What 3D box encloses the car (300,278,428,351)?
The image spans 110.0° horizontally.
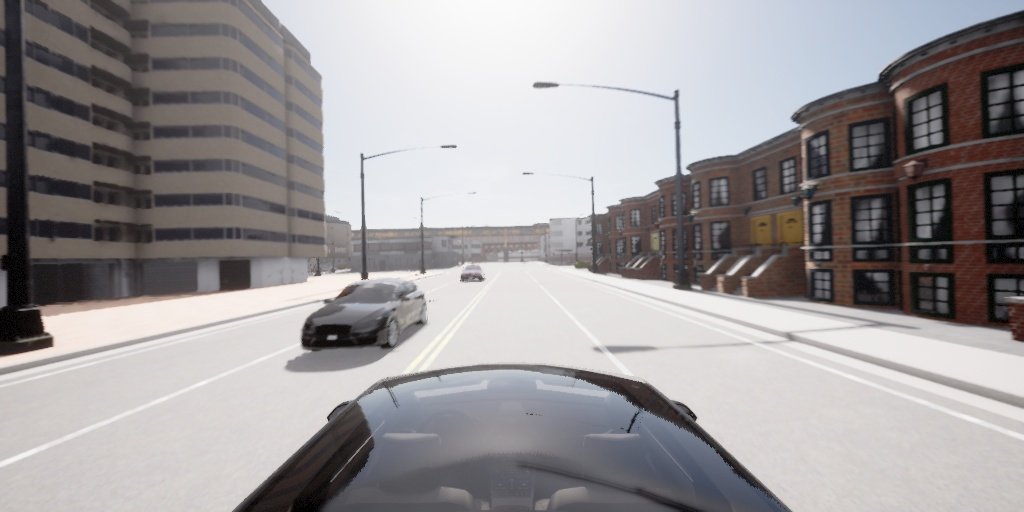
[{"bbox_3d":[-3.599,1.388,9.603,1.837,1.490,4.892,-1,0,0],"label":"car"}]

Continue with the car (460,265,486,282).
[{"bbox_3d":[-3.508,1.534,32.454,1.812,1.442,4.674,-1,0,0],"label":"car"}]
